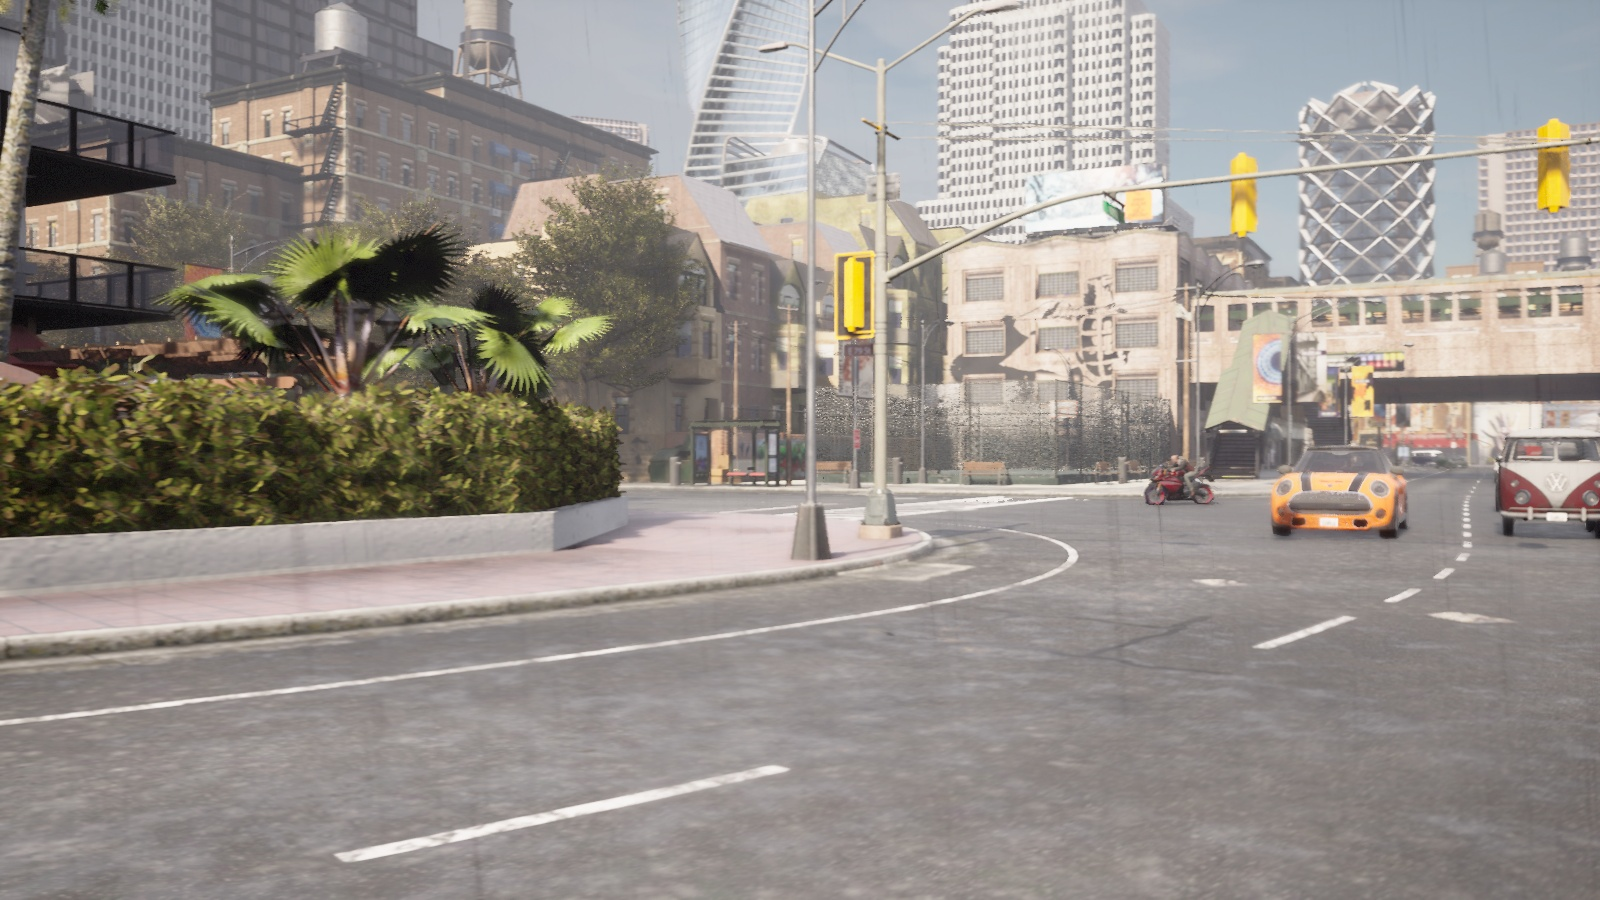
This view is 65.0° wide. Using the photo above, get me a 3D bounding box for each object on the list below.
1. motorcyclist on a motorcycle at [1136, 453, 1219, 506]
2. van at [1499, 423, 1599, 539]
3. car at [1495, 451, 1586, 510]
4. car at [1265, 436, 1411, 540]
[{"bbox_3d":[11.104,0.873,36.980,2.191,1.530,0.866,0,-1,-12],"label":"motorcyclist on a motorcycle"},{"bbox_3d":[14.291,0.538,23.825,1.775,1.987,4.442,0,0,29],"label":"van"},{"bbox_3d":[19.609,0.768,33.386,1.970,1.475,3.806,0,0,29],"label":"car"},{"bbox_3d":[10.327,0.655,23.898,2.097,1.767,4.553,0,0,29],"label":"car"}]
